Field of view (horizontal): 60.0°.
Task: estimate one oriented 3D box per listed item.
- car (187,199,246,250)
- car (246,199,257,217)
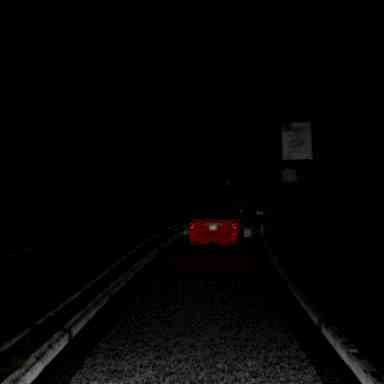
[{"bbox_3d":[1.131,1.332,14.364,2.097,1.767,4.553,-1,0,10],"label":"car"},{"bbox_3d":[4.699,1.373,29.947,1.882,1.535,5.008,-2,0,16],"label":"car"}]
